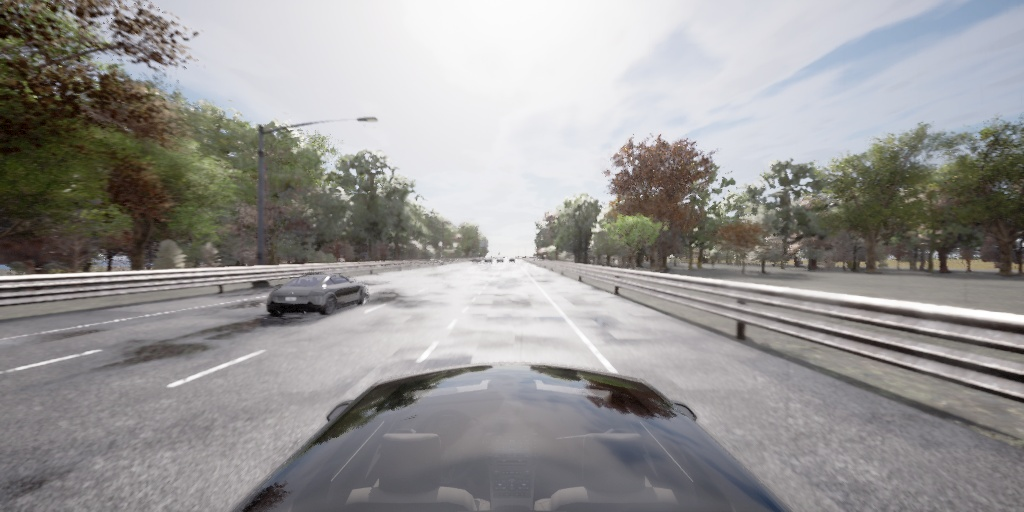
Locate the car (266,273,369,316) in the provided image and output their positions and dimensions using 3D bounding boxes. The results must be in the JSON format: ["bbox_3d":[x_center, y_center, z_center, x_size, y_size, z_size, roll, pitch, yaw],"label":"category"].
[{"bbox_3d":[-6.998,1.330,13.363,1.994,1.385,4.181,0,0,0],"label":"car"}]
